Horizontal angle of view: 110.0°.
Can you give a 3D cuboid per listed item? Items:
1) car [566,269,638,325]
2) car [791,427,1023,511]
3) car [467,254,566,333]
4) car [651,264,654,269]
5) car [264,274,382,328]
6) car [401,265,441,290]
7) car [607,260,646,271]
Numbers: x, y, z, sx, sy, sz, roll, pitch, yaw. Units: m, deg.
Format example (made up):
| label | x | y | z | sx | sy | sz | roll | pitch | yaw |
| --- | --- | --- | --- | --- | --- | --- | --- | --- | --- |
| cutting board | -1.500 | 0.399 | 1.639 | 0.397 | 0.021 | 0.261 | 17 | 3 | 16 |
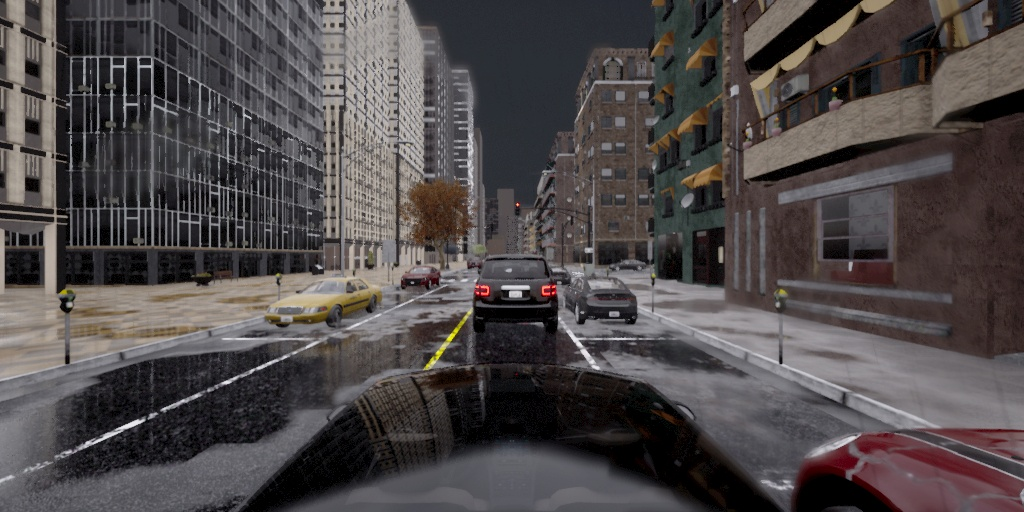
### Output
| label | x | y | z | sx | sy | sz | roll | pitch | yaw |
| --- | --- | --- | --- | --- | --- | --- | --- | --- | --- |
| car | 2.696 | 1.298 | 11.625 | 2.007 | 1.370 | 4.403 | 0 | 0 | 0 |
| car | 2.686 | 1.190 | 0.560 | 1.967 | 1.591 | 4.097 | 0 | 0 | 0 |
| car | 0.097 | 0.969 | 10.903 | 2.150 | 2.045 | 5.566 | 0 | 0 | 0 |
| car | 18.863 | 0.995 | 42.149 | 4.829 | 1.417 | 1.751 | 0 | 0 | -1 |
| car | -5.685 | 1.273 | 11.462 | 1.751 | 1.417 | 4.829 | 0 | 0 | 0 |
| car | -5.676 | 1.293 | 22.698 | 1.888 | 1.381 | 4.507 | 0 | 0 | 0 |
| car | 13.466 | 1.097 | 42.098 | 4.403 | 1.370 | 2.007 | 0 | 0 | -1 |
